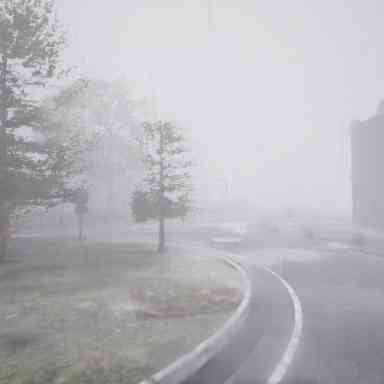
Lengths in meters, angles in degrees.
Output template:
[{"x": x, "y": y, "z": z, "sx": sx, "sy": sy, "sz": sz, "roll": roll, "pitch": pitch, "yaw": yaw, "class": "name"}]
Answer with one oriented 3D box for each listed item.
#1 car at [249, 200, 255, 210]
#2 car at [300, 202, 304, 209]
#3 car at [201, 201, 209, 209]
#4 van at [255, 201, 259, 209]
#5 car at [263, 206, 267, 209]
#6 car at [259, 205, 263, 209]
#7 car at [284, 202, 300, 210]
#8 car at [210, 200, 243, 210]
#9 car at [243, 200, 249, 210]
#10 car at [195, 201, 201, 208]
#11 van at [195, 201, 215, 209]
[{"x": 8.694, "y": 2.511, "z": 64.659, "sx": 5.566, "sy": 2.045, "sz": 2.435, "roll": -1, "pitch": -2, "yaw": 25, "class": "car"}, {"x": 23.720, "y": 3.036, "z": 74.049, "sx": 2.097, "sy": 1.767, "sz": 4.553, "roll": -1, "pitch": -3, "yaw": 26, "class": "car"}, {"x": 0.567, "y": 3.201, "z": 76.574, "sx": 5.366, "sy": 1.575, "sz": 1.946, "roll": -1, "pitch": -3, "yaw": 25, "class": "car"}, {"x": 11.244, "y": 2.769, "z": 70.297, "sx": 4.442, "sy": 1.987, "sz": 1.878, "roll": -1, "pitch": -3, "yaw": 25, "class": "van"}, {"x": 14.050, "y": 3.241, "z": 75.542, "sx": 5.366, "sy": 1.575, "sz": 1.946, "roll": -1, "pitch": -3, "yaw": 25, "class": "car"}, {"x": 12.613, "y": 2.991, "z": 73.002, "sx": 4.553, "sy": 1.767, "sz": 2.185, "roll": -1, "pitch": -3, "yaw": 25, "class": "car"}, {"x": 19.241, "y": 2.812, "z": 64.658, "sx": 1.882, "sy": 1.535, "sz": 5.008, "roll": -1, "pitch": -2, "yaw": 25, "class": "car"}, {"x": 6.182, "y": 2.447, "z": 59.260, "sx": 4.553, "sy": 1.767, "sz": 2.185, "roll": -1, "pitch": -2, "yaw": 25, "class": "car"}, {"x": 7.485, "y": 2.668, "z": 61.996, "sx": 5.008, "sy": 1.535, "sz": 2.097, "roll": -1, "pitch": -2, "yaw": 25, "class": "car"}, {"x": -1.672, "y": 2.730, "z": 71.324, "sx": 5.566, "sy": 2.045, "sz": 2.435, "roll": -1, "pitch": -2, "yaw": 25, "class": "car"}, {"x": 3.165, "y": 3.212, "z": 81.387, "sx": 4.442, "sy": 1.987, "sz": 1.878, "roll": -1, "pitch": -3, "yaw": 25, "class": "van"}]
